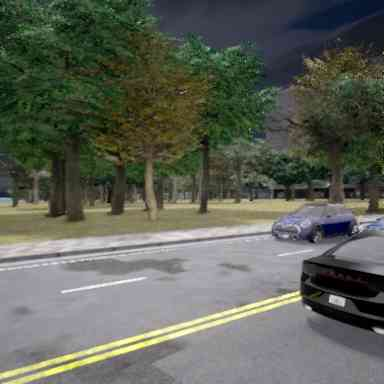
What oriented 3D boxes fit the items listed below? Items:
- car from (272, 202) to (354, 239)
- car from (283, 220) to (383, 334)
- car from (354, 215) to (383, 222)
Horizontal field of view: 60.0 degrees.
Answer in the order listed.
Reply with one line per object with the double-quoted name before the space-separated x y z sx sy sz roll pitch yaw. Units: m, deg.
"car" 5.903 1.355 15.878 4.553 1.767 2.097 0 0 -35
"car" 4.194 1.477 6.431 5.008 1.535 1.882 0 0 -35
"car" 9.142 1.529 14.196 4.674 1.442 1.812 0 0 -35
